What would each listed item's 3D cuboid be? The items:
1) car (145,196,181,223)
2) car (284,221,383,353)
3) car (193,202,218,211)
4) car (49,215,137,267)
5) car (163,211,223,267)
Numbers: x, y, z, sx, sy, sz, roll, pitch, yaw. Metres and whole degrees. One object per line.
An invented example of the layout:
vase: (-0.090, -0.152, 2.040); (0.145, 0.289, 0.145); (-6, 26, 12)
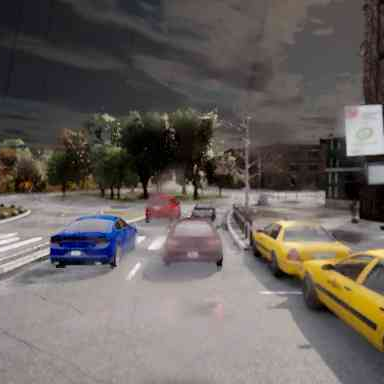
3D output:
car: (-2.279, 1.339, 27.225); (2.150, 2.045, 5.566); (0, 1, 6)
car: (3.187, 1.509, 5.022); (1.946, 1.575, 5.366); (0, 0, -1)
car: (1.077, 1.618, 27.906); (2.128, 1.511, 4.902); (0, 1, 6)
car: (-3.187, 1.556, 11.691); (1.882, 1.535, 5.008); (0, 0, 1)
car: (0.058, 1.605, 11.611); (1.812, 1.442, 4.674); (0, 0, 1)
